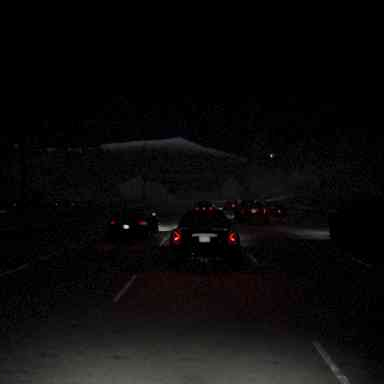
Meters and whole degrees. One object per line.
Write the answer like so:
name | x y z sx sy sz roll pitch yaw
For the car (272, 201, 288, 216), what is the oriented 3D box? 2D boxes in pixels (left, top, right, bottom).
car | 8.205 1.608 33.214 1.812 1.442 4.674 1 0 2

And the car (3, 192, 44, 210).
car | -19.674 1.085 39.944 2.150 2.045 5.566 1 0 2

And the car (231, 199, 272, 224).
car | 4.441 1.396 25.671 2.097 1.767 4.553 1 0 2

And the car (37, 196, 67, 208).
car | -16.180 1.478 39.822 1.895 1.301 4.718 1 0 2

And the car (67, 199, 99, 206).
car | -12.682 1.503 39.700 1.895 1.301 4.718 1 0 2

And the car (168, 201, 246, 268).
car | 0.433 1.355 11.463 2.097 1.767 4.553 1 0 2

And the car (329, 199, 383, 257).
car | 7.515 1.300 13.427 2.150 2.045 5.566 1 0 2

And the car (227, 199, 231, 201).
car | 5.012 1.612 42.046 1.994 1.385 4.181 1 0 2

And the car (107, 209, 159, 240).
car | -2.875 1.531 16.900 1.994 1.385 4.181 1 0 2

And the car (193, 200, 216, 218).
car | 1.166 1.555 32.251 2.033 1.411 5.357 1 0 2

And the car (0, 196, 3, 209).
car | -23.173 1.312 40.096 1.837 1.490 4.892 1 0 2
